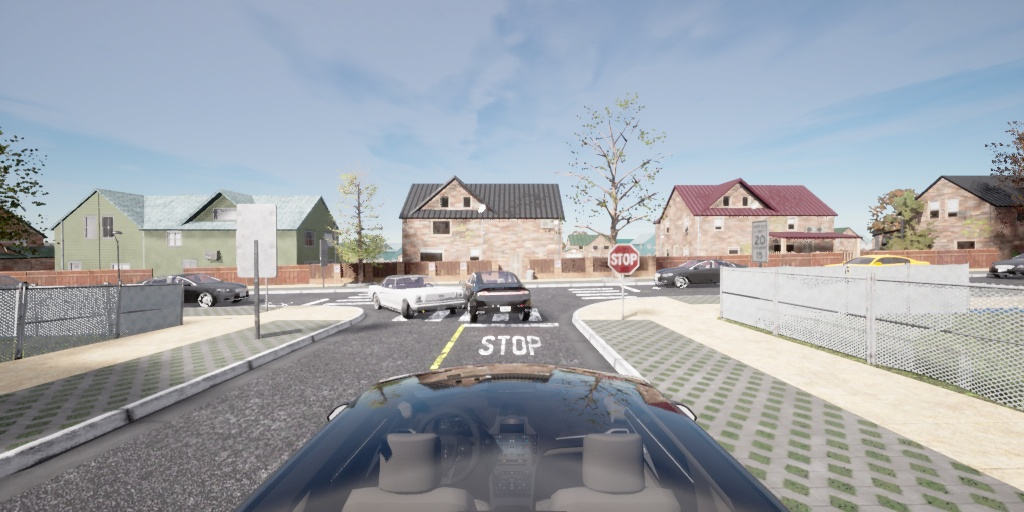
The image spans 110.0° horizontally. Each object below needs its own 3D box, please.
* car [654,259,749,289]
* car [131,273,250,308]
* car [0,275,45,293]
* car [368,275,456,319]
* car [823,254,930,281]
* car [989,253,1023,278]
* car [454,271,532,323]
[{"bbox_3d":[10.331,0.926,19.612,4.902,1.511,2.128,-1,1,0],"label":"car"},{"bbox_3d":[-14.902,1.567,16.560,4.902,1.511,2.128,-1,1,0],"label":"car"},{"bbox_3d":[-24.239,1.648,16.519,4.553,1.767,2.097,-1,1,0],"label":"car"},{"bbox_3d":[-3.602,1.368,13.064,1.895,1.301,4.718,0,0,-38],"label":"car"},{"bbox_3d":[19.762,0.691,19.648,5.008,1.535,1.882,-1,1,-1],"label":"car"},{"bbox_3d":[29.386,0.478,19.684,4.902,1.511,2.128,-1,1,0],"label":"car"},{"bbox_3d":[-0.685,1.243,12.204,2.128,1.511,4.902,0,0,-12],"label":"car"}]
